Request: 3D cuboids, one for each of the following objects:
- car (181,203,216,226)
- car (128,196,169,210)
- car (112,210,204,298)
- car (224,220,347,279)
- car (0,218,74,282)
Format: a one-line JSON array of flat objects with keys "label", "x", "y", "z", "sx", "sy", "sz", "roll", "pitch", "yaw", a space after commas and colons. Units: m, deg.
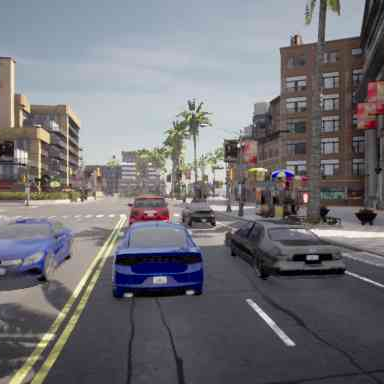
[{"label": "car", "x": 0.375, "y": 1.507, "z": 23.315, "sx": 1.837, "sy": 1.490, "sz": 4.892, "roll": 0, "pitch": 1, "yaw": -9}, {"label": "car", "x": -2.515, "y": 1.224, "z": 19.324, "sx": 2.150, "sy": 2.045, "sz": 5.566, "roll": 0, "pitch": 0, "yaw": -9}, {"label": "car", "x": -0.925, "y": 1.478, "z": 8.620, "sx": 1.882, "sy": 1.535, "sz": 5.008, "roll": 0, "pitch": 0, "yaw": -8}, {"label": "car", "x": 2.419, "y": 1.547, "z": 10.089, "sx": 2.033, "sy": 1.411, "sz": 5.357, "roll": 0, "pitch": 0, "yaw": -8}, {"label": "car", "x": -4.693, "y": 1.526, "z": 9.734, "sx": 1.812, "sy": 1.442, "sz": 4.674, "roll": 0, "pitch": 0, "yaw": -9}]
